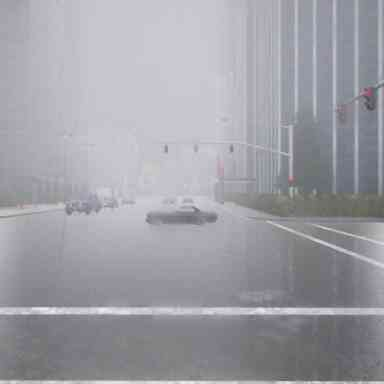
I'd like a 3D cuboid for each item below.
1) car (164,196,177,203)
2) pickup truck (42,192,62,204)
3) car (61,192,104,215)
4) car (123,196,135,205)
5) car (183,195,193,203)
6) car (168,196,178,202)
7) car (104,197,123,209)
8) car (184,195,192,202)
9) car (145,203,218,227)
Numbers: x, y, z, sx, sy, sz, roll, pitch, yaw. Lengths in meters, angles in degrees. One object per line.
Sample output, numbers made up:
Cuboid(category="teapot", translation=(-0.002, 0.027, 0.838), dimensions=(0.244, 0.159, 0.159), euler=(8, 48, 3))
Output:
Cuboid(category="car", translation=(-4.129, 1.595, 61.108), dimensions=(1.895, 1.301, 4.718), euler=(0, 0, 0))
Cuboid(category="pickup truck", translation=(-24.342, 1.053, 60.073), dimensions=(2.390, 2.098, 6.274), euler=(0, 0, 30))
Cuboid(category="car", translation=(-11.101, 1.218, 34.272), dimensions=(2.150, 2.045, 5.566), euler=(0, 0, 0))
Cuboid(category="car", translation=(-11.271, 1.520, 58.798), dimensions=(1.812, 1.442, 4.674), euler=(0, 0, 0))
Cuboid(category="car", translation=(-0.766, 1.520, 65.381), dimensions=(1.812, 1.442, 4.674), euler=(0, 0, 0))
Cuboid(category="car", translation=(-4.350, 1.533, 75.301), dimensions=(2.033, 1.411, 5.357), euler=(0, 0, 0))
Cuboid(category="car", translation=(-11.176, 1.487, 44.677), dimensions=(2.128, 1.511, 4.902), euler=(0, 0, 0))
Cuboid(category="car", translation=(-0.854, 1.380, 75.632), dimensions=(1.882, 1.535, 5.008), euler=(0, 0, 0))
Cuboid(category="car", translation=(-0.718, 1.599, 22.094), dimensions=(4.718, 1.301, 1.895), euler=(0, 0, 0))
